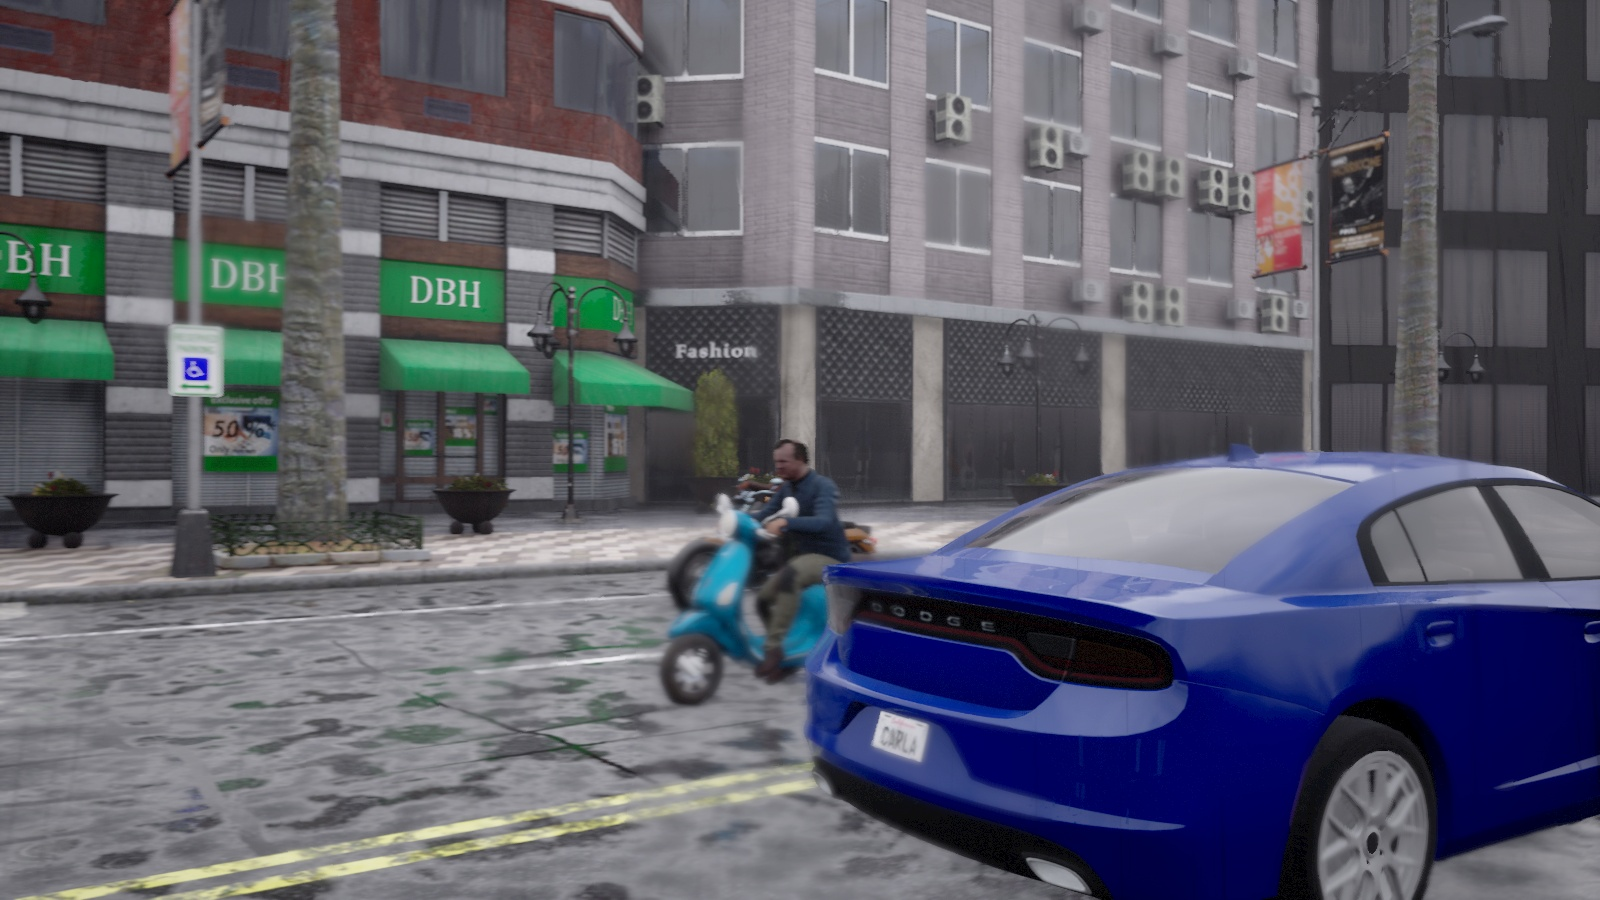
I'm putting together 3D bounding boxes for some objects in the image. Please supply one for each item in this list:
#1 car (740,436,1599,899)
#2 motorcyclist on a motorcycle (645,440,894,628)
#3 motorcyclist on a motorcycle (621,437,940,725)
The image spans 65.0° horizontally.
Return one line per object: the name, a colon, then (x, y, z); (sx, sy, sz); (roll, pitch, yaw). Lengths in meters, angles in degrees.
car: (2.390, 0.740, 5.260); (5.008, 1.535, 1.882); (0, 0, -33)
motorcyclist on a motorcycle: (-0.257, 0.738, 12.014); (2.350, 1.649, 0.766); (0, 0, -36)
motorcyclist on a motorcycle: (-0.097, 0.726, 7.828); (1.817, 1.590, 0.866); (0, 0, -35)
